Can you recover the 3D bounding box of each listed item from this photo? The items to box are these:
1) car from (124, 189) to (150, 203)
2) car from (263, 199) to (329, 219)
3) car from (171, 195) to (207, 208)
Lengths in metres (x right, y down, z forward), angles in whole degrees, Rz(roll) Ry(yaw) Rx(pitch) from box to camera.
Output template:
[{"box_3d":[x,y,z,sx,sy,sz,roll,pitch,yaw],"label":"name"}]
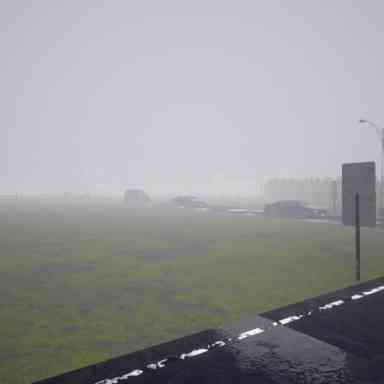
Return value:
[{"box_3d":[-8.521,0.565,50.950,2.150,2.045,5.566,-1,1,-36],"label":"car"},{"box_3d":[8.335,1.329,27.310,2.033,1.411,5.357,-1,1,-36],"label":"car"},{"box_3d":[-0.486,1.104,39.648,2.033,1.411,5.357,-1,1,-36],"label":"car"}]
